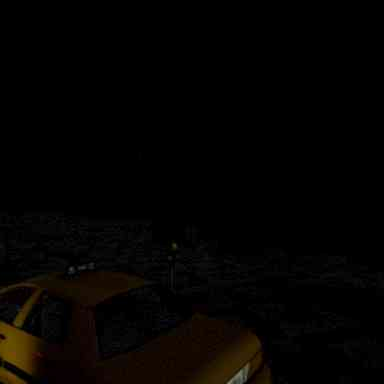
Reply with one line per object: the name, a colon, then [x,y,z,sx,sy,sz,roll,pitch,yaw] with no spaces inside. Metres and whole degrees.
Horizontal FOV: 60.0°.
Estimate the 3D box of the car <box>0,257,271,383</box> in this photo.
car: [-1.526,1.520,4.056,4.829,1.417,1.752,0,0,36]
